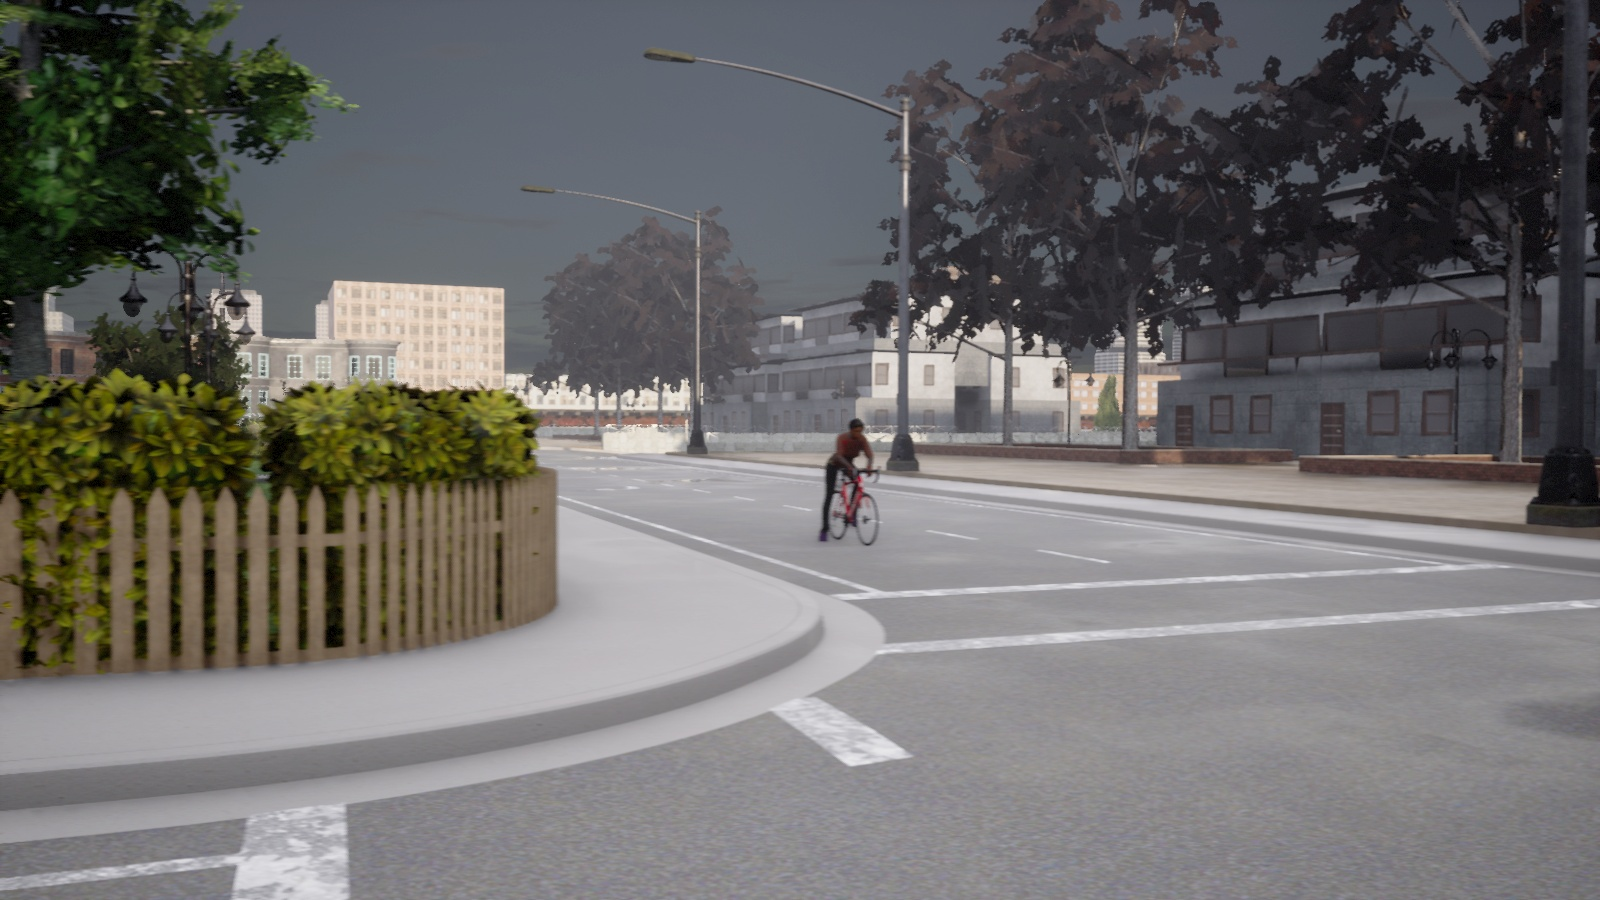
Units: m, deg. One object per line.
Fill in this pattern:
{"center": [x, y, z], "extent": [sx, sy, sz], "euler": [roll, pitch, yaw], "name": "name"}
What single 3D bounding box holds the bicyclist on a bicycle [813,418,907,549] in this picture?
{"center": [0.759, 0.408, 16.442], "extent": [0.582, 1.620, 1.656], "euler": [-1, 1, -21], "name": "bicyclist on a bicycle"}
